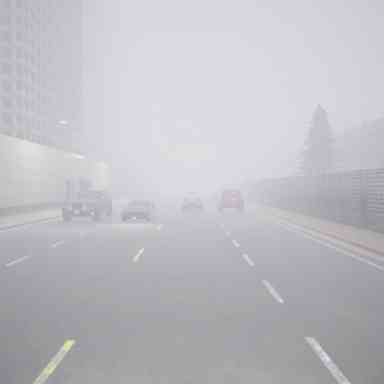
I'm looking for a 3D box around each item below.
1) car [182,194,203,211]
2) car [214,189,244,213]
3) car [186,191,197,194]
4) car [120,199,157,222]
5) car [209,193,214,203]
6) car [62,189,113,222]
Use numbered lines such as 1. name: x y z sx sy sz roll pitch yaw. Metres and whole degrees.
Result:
1. car: 0.046 1.113 31.635 1.895 1.301 4.718 0 1 0
2. car: 3.458 0.750 30.636 2.150 2.045 5.566 0 1 1
3. car: -0.017 0.661 45.045 2.097 1.767 4.553 0 1 0
4. car: -3.540 1.191 23.061 2.033 1.411 5.357 0 1 0
5. car: 3.480 0.807 46.682 1.812 1.442 4.674 0 1 0
6. car: -7.040 0.851 23.019 2.150 2.045 5.566 0 1 0
